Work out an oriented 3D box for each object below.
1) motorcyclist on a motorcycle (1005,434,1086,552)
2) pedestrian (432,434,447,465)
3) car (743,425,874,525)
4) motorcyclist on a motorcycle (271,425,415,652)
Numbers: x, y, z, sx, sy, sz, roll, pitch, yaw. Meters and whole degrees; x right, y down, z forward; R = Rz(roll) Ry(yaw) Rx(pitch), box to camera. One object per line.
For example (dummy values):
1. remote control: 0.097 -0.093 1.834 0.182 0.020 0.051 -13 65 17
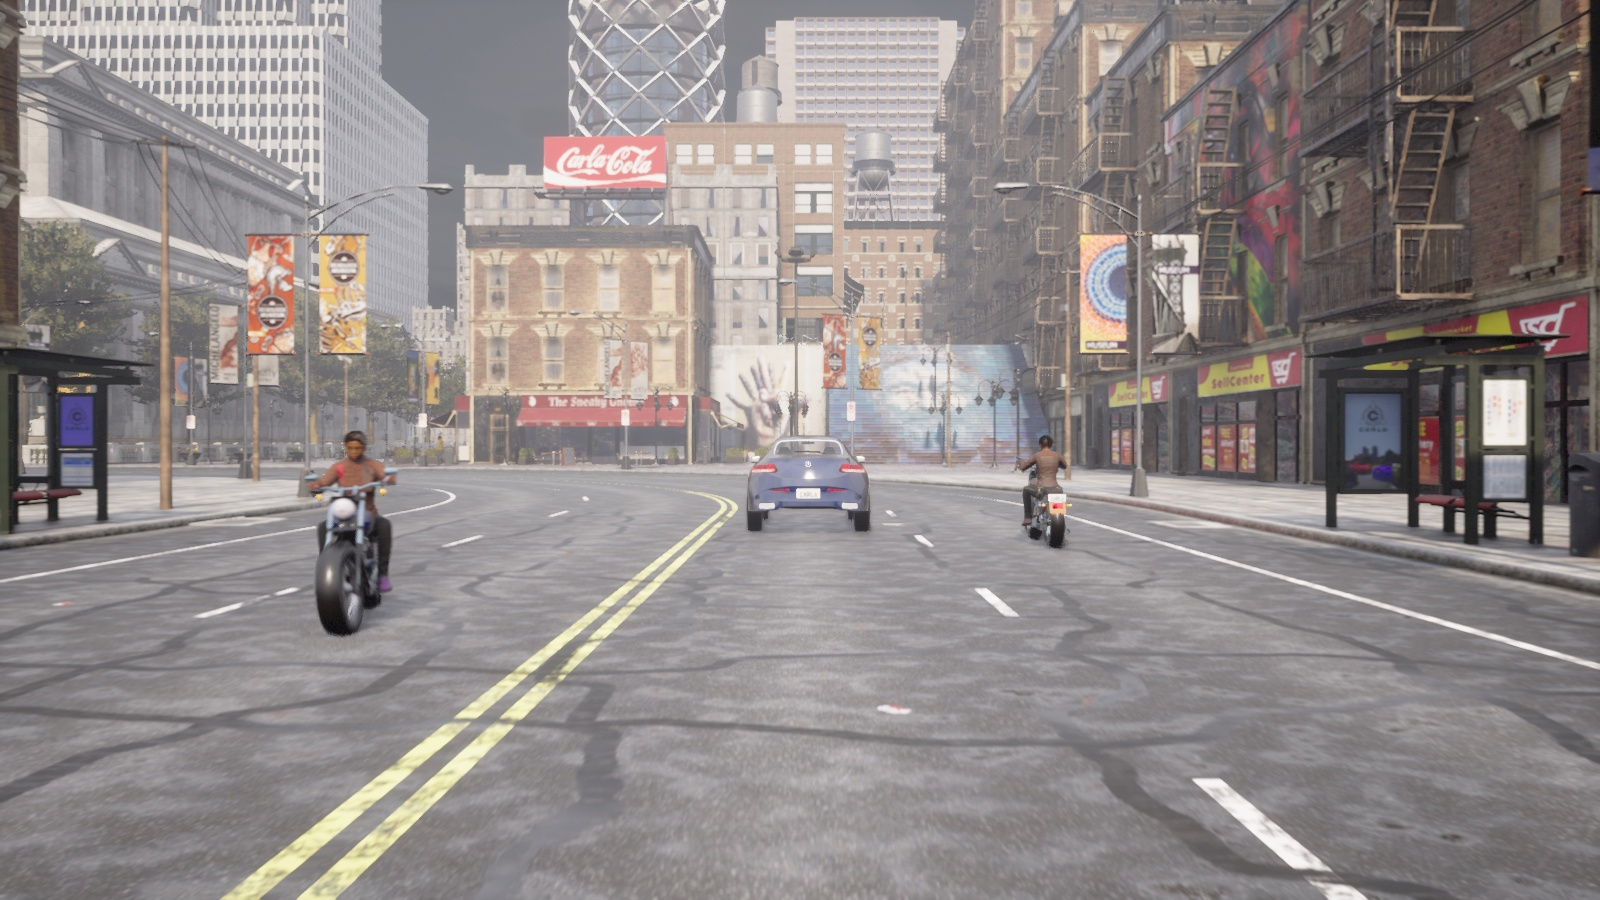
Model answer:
1. motorcyclist on a motorcycle: 3.618 0.595 18.676 0.766 1.649 2.350 0 0 1
2. pedestrian: -21.046 -0.027 73.339 0.709 1.840 0.431 0 0 17
3. car: 0.150 0.395 23.099 2.152 1.651 5.027 0 0 0
4. motorcyclist on a motorcycle: -3.722 0.635 10.420 0.766 1.649 2.350 -1 1 -12
